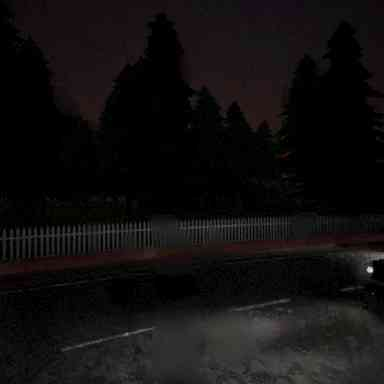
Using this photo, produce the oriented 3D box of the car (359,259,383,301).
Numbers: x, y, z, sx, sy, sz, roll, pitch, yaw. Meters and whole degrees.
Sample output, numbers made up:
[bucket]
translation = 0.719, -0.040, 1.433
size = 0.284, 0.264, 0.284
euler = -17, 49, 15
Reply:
[car]
translation = 5.731, 1.601, 6.630
size = 4.718, 1.301, 1.895
euler = 0, 0, -22
